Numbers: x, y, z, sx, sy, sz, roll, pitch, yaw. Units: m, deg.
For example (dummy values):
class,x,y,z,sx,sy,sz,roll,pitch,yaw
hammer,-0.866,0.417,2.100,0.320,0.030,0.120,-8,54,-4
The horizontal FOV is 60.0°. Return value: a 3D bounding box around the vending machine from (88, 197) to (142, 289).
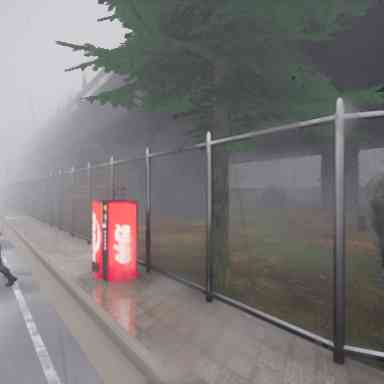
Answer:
class,x,y,z,sx,sy,sz,roll,pitch,yaw
vending machine,-1.935,1.184,8.331,1.100,2.100,0.880,0,0,-33
